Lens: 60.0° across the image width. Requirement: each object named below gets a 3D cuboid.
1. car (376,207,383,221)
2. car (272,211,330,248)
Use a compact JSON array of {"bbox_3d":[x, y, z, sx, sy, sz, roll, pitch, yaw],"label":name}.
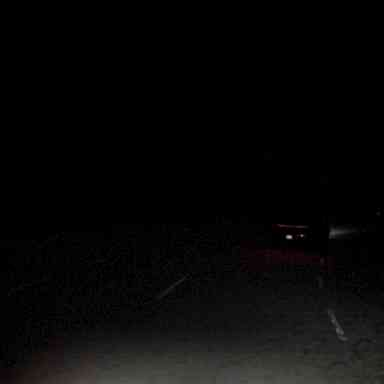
[{"bbox_3d":[18.816,1.978,30.956,2.033,1.411,5.357,0,-1,45],"label":"car"},{"bbox_3d":[5.308,1.683,15.919,2.128,1.511,4.902,0,-1,31],"label":"car"}]
